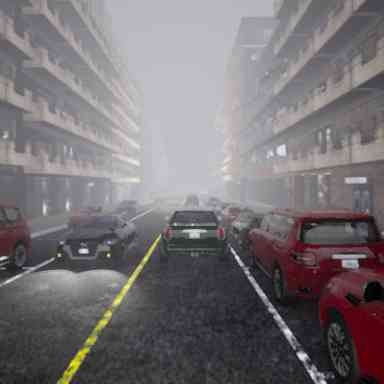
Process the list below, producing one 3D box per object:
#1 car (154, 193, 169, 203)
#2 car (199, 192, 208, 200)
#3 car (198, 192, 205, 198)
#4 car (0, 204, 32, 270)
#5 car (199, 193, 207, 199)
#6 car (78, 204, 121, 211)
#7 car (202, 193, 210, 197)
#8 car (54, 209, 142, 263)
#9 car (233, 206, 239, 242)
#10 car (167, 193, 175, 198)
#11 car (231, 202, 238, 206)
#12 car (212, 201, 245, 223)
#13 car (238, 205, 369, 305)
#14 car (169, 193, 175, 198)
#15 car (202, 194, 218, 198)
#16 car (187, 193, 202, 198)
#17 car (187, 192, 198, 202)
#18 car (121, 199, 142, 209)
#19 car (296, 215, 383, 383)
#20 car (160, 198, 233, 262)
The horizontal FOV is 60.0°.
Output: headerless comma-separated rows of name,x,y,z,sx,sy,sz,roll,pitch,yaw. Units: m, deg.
car,-5.727,1.134,58.863,2.008,1.369,4.403,-1,0,0
car,2.644,0.890,75.915,1.967,1.590,4.097,-1,0,0
car,2.639,0.857,92.909,1.887,1.381,4.507,-1,0,0
car,-5.711,1.262,7.878,2.192,1.841,5.009,-1,0,0
car,2.644,0.986,81.581,1.802,1.307,4.206,-1,0,0
car,-5.711,1.414,19.209,1.887,1.381,4.507,-1,0,0
car,2.658,1.218,47.594,2.008,1.369,4.403,-1,0,0
car,-3.104,1.486,11.526,1.994,1.385,4.181,0,0,0
car,2.639,1.474,13.607,1.947,1.339,4.313,-1,0,0
car,-5.740,0.878,92.852,1.947,1.339,4.313,-1,0,0
car,2.636,1.414,19.272,1.887,1.381,4.507,-1,0,0
car,2.639,1.396,24.936,1.947,1.339,4.313,-1,0,0
car,2.636,1.262,7.942,2.192,1.841,5.009,-1,0,0
car,-5.739,0.885,87.015,1.752,1.417,4.829,-1,0,0
car,2.662,1.274,41.929,1.947,1.339,4.313,-1,0,0
car,0.081,1.184,46.049,1.837,1.490,4.892,0,1,0
car,0.072,0.894,64.332,2.097,1.767,4.553,0,0,0
car,-5.715,1.356,30.539,1.947,1.339,4.313,-1,0,0
car,2.639,1.299,2.277,2.192,1.841,5.009,-1,0,0
car,0.049,1.272,11.883,2.097,1.767,4.553,0,0,-1
